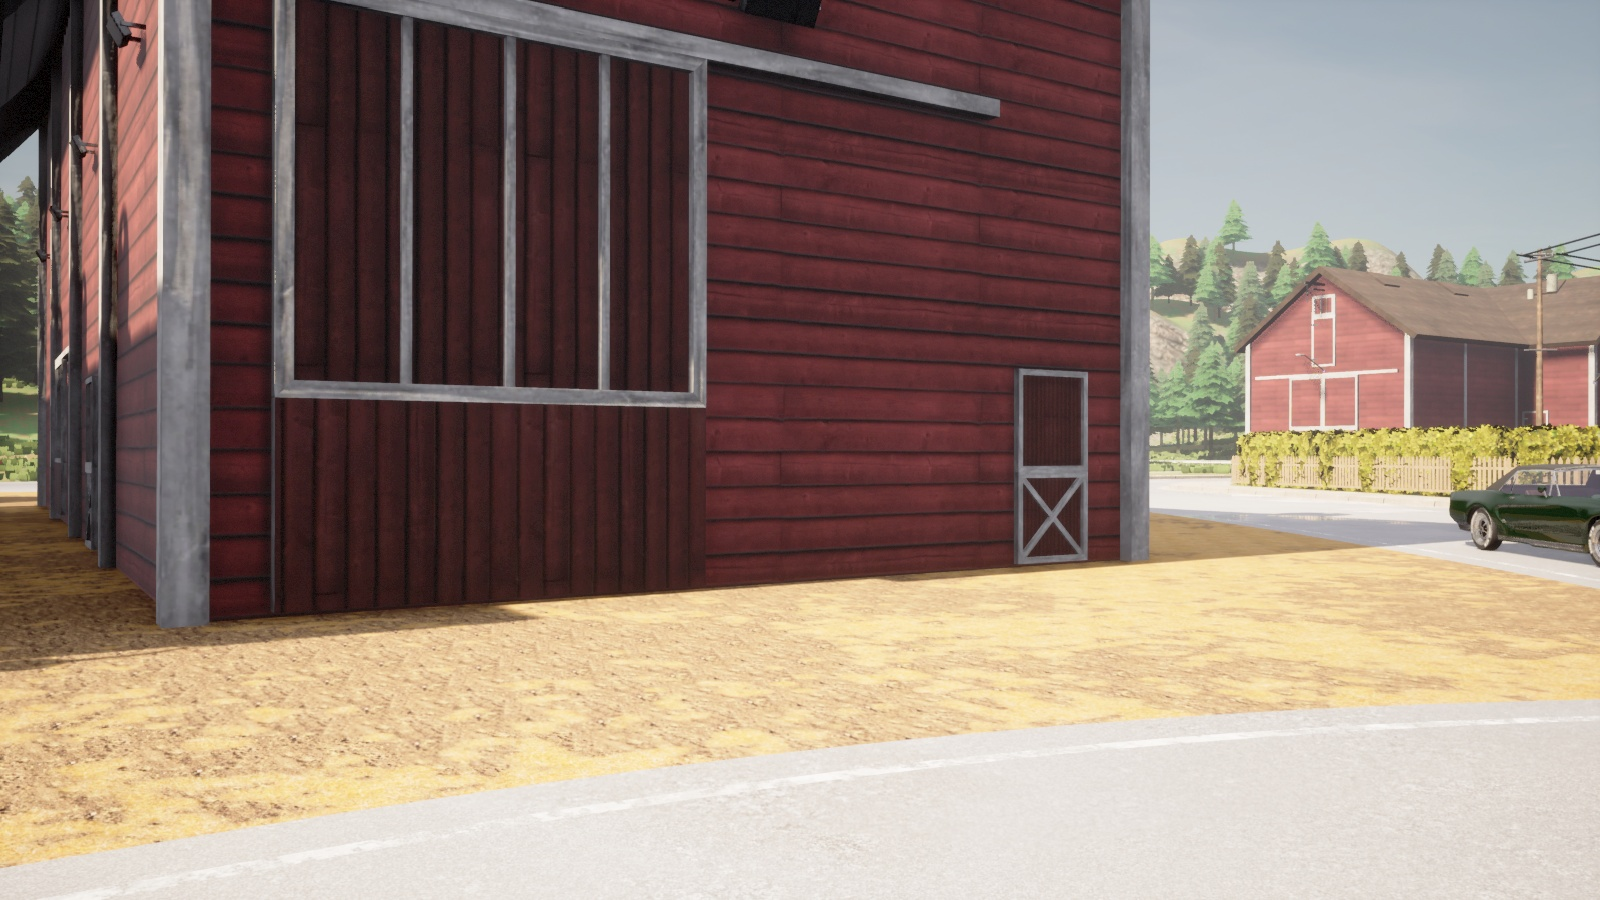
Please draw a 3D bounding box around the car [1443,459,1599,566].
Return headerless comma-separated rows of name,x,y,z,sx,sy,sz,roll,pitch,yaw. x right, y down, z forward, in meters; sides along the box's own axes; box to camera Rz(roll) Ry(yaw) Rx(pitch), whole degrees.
car,10.993,0.804,17.312,1.895,1.301,4.718,0,0,1
